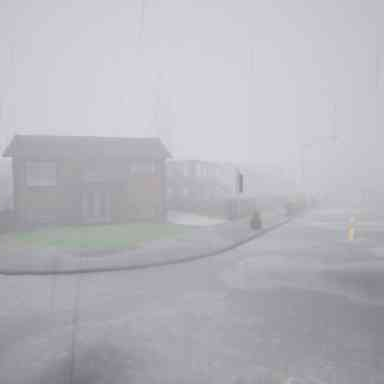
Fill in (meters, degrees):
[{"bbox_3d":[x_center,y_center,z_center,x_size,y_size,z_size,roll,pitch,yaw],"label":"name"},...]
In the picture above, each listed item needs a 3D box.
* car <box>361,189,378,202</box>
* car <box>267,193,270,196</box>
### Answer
[{"bbox_3d":[27.898,0.517,52.176,2.150,2.045,5.566,-2,0,27],"label":"car"},{"bbox_3d":[12.431,0.869,59.868,3.633,1.501,1.845,-2,0,27],"label":"car"}]
